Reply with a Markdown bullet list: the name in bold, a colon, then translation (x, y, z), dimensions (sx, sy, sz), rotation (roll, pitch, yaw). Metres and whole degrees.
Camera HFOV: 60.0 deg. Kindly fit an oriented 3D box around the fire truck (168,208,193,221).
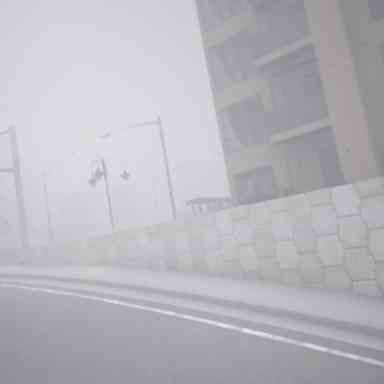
- **fire truck**: translation (0.083, 4.429, 50.364), dimensions (2.891, 3.827, 8.468), rotation (-15, -8, 35)
